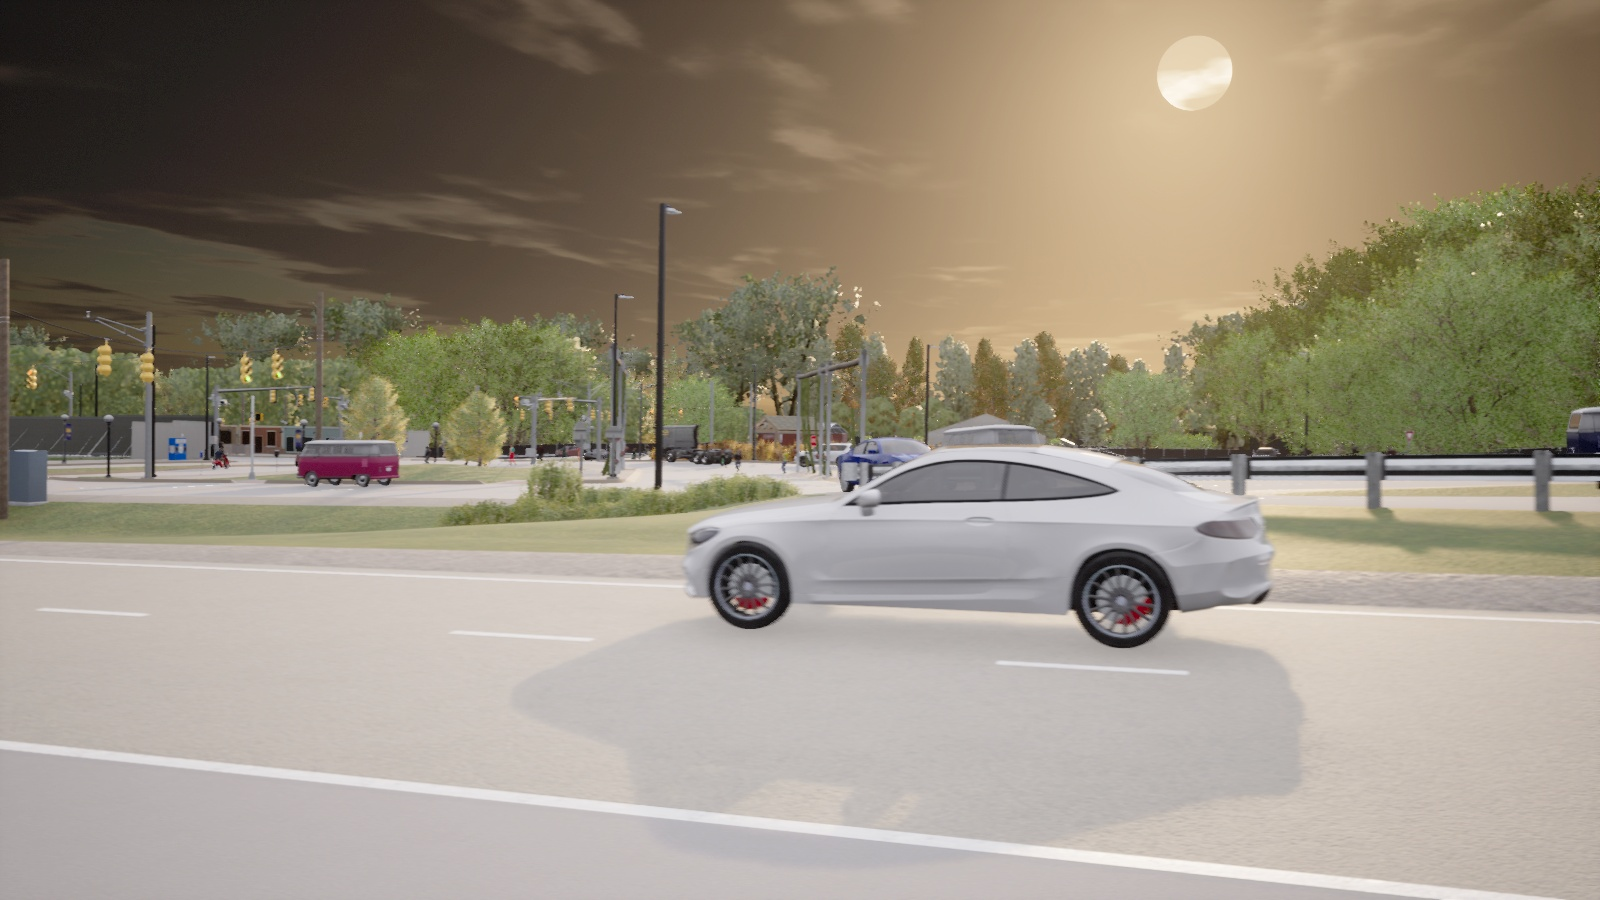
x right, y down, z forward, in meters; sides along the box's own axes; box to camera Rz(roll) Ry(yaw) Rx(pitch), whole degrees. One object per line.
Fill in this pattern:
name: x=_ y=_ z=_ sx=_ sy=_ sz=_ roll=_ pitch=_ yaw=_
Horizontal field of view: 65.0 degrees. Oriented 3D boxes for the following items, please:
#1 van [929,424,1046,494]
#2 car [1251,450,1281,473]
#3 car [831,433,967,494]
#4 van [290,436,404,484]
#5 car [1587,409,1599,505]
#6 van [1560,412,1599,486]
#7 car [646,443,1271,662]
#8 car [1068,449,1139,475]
van: x=5.603 y=0.320 z=38.136 sx=1.775 sy=1.987 sz=4.442 roll=1 pitch=-2 yaw=-16
car: x=34.463 y=0.840 z=92.795 sx=1.851 sy=1.617 sz=3.988 roll=1 pitch=1 yaw=23
car: x=2.585 y=0.407 z=34.180 sx=1.882 sy=1.535 sz=5.008 roll=1 pitch=-2 yaw=-19
van: x=-19.416 y=0.417 z=53.879 sx=4.442 sy=1.987 sz=1.775 roll=0 pitch=1 yaw=18
car: x=14.169 y=0.079 z=18.751 sx=3.806 sy=1.475 sz=1.970 roll=-1 pitch=-1 yaw=42
van: x=23.399 y=-0.116 z=34.042 sx=4.442 sy=1.987 sz=1.775 roll=-2 pitch=0 yaw=19
car: x=1.272 y=0.689 z=10.150 sx=4.674 sy=1.442 sz=1.812 roll=1 pitch=1 yaw=19
car: x=20.593 y=0.787 z=85.394 sx=4.611 sy=1.667 sz=2.242 roll=1 pitch=1 yaw=13
